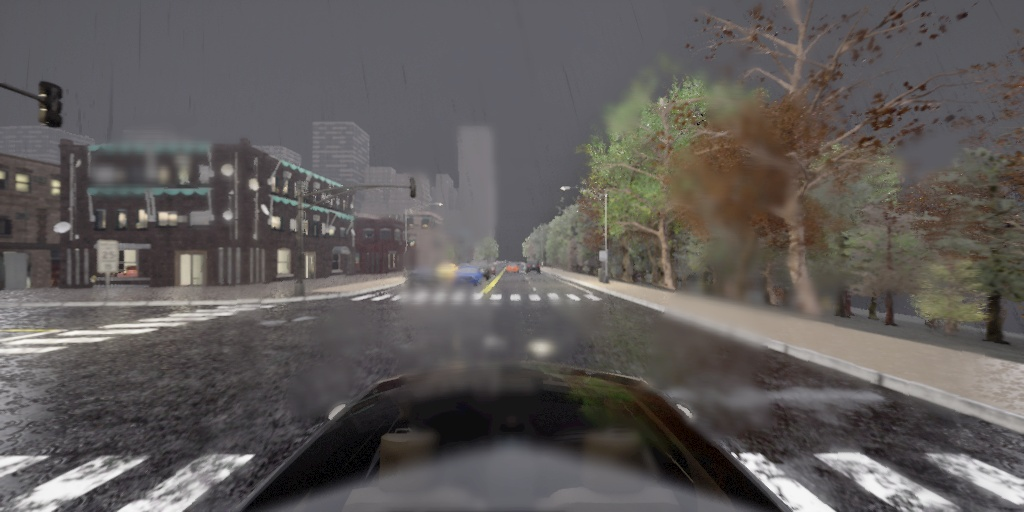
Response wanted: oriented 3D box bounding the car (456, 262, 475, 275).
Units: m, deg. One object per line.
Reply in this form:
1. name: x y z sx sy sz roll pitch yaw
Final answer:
1. car: -6.582 1.735 50.789 2.097 1.767 4.553 0 -1 0

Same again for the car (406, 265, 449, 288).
1. car: -6.601 1.633 27.690 2.033 1.411 5.357 0 -1 0

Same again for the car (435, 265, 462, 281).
1. car: -6.600 1.692 37.759 1.882 1.535 5.008 0 -1 0

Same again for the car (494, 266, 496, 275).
1. car: -3.334 1.717 49.505 2.097 1.767 4.553 0 -1 0

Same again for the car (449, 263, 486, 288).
1. car: -3.349 1.566 27.953 1.882 1.535 5.008 0 -1 0

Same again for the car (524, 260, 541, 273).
1. car: 3.349 1.685 57.222 2.150 2.045 5.566 0 -1 0

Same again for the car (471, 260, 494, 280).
1. car: -3.353 1.435 37.647 2.150 2.045 5.566 0 -1 0

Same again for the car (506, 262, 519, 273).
1. car: 0.091 1.841 59.222 2.097 1.767 4.553 0 -1 0
